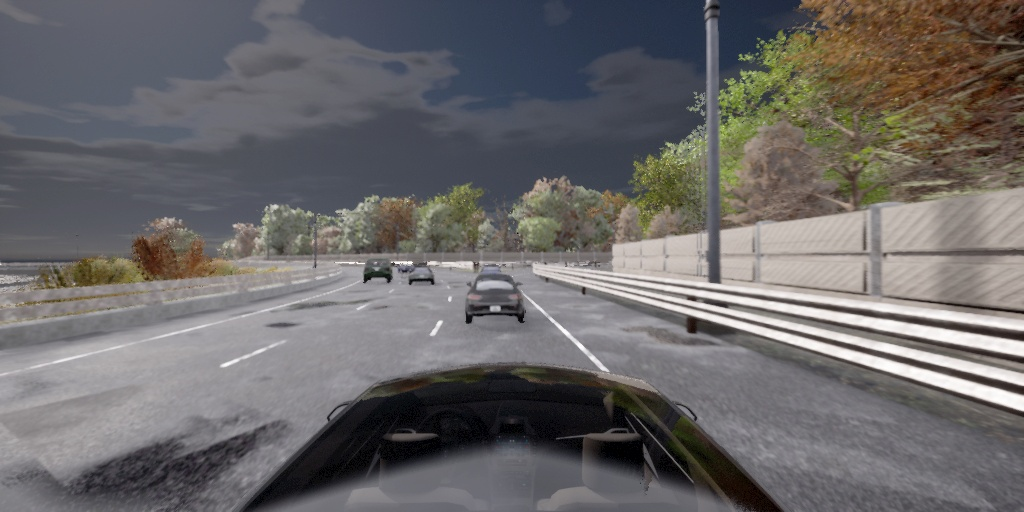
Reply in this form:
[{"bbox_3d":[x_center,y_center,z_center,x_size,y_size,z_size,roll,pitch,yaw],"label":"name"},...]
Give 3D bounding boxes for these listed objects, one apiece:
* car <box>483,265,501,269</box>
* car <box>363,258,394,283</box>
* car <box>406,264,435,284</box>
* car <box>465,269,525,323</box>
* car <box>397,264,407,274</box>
[{"bbox_3d":[-1.694,1.471,30.109,2.033,1.411,5.357,0,0,-2],"label":"car"},{"bbox_3d":[-11.512,1.201,31.099,2.150,2.045,5.566,0,0,-16],"label":"car"},{"bbox_3d":[-7.377,1.510,29.213,1.994,1.385,4.181,0,0,-15],"label":"car"},{"bbox_3d":[-0.608,1.341,12.446,1.812,1.442,4.674,0,0,-3],"label":"car"},{"bbox_3d":[-14.008,1.687,47.460,1.895,1.301,4.718,0,0,-25],"label":"car"}]
